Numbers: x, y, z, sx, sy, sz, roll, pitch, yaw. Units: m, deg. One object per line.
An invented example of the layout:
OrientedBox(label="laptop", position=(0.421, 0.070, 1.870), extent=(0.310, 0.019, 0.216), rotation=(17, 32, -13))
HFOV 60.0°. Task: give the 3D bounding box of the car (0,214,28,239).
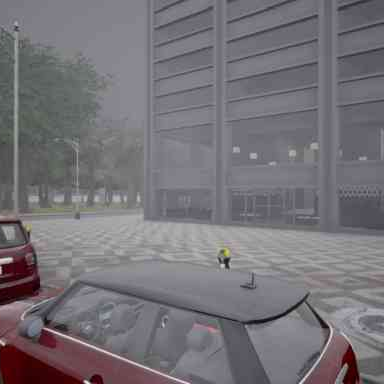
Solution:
OrientedBox(label="car", position=(-5.015, 1.315, 6.528), extent=(5.009, 1.841, 2.192), rotation=(0, 0, 35))

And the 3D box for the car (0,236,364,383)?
OrientedBox(label="car", position=(-0.584, 1.440, 3.376), extent=(4.097, 1.590, 1.967), rotation=(0, 0, 35))
